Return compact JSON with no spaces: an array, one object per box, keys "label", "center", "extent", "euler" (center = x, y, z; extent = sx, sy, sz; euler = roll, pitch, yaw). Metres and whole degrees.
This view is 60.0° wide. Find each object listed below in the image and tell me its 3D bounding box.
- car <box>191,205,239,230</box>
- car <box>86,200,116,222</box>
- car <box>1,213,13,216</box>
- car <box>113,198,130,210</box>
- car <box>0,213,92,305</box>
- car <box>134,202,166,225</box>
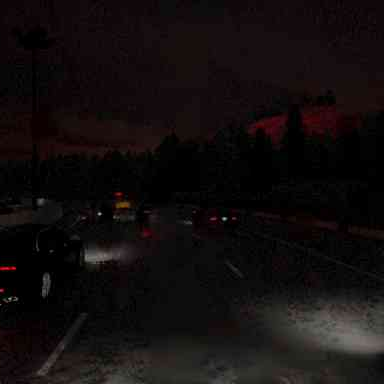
[{"label":"car","center":[1.280,1.521,20.798],"extent":[2.033,1.411,5.357],"euler":[0,0,-12]},{"label":"car","center":[-7.256,1.553,26.124],"extent":[1.994,1.385,4.181],"euler":[0,0,-15]},{"label":"car","center":[-13.737,1.487,22.641],"extent":[1.882,1.535,5.008],"euler":[0,0,-15]},{"label":"car","center":[-9.109,1.454,41.694],"extent":[1.882,1.535,5.008],"euler":[0,0,-23]},{"label":"car","center":[-3.965,1.506,8.009],"extent":[1.837,1.490,4.892],"euler":[0,0,-5]},{"label":"car","center":[-3.020,1.473,23.659],"extent":[2.128,1.511,4.902],"euler":[0,0,-13]}]
